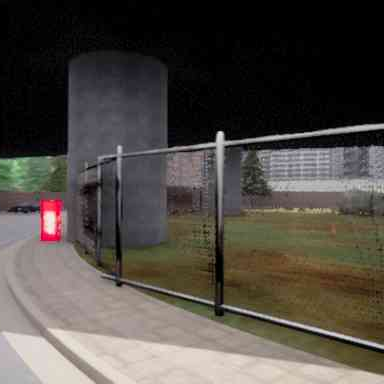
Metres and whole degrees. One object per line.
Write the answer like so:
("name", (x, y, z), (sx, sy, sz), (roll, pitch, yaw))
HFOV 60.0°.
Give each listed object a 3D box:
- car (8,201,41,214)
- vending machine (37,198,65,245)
("car", (-18.854, 1.818, 39.050), (2.033, 1.411, 5.357), (0, -1, 17))
("vending machine", (-6.534, 1.313, 15.453), (1.100, 2.100, 0.880), (1, -1, -16))
